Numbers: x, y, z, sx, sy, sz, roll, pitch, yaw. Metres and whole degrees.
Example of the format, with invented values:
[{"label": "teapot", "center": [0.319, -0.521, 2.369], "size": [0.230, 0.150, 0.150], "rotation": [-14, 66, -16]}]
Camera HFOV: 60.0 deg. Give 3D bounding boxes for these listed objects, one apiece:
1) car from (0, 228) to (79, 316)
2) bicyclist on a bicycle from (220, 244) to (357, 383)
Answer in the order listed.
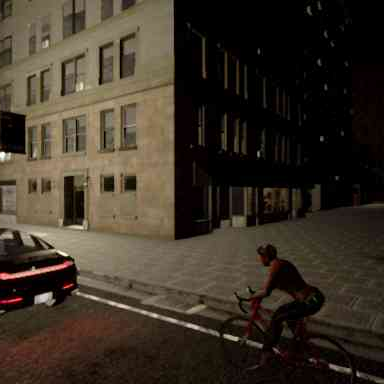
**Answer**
[{"label": "car", "center": [-4.351, 1.489, 6.784], "size": [4.902, 1.511, 2.128], "rotation": [0, 0, 36]}, {"label": "bicyclist on a bicycle", "center": [1.036, 1.452, 3.922], "size": [1.656, 1.620, 0.582], "rotation": [0, 0, 36]}]
